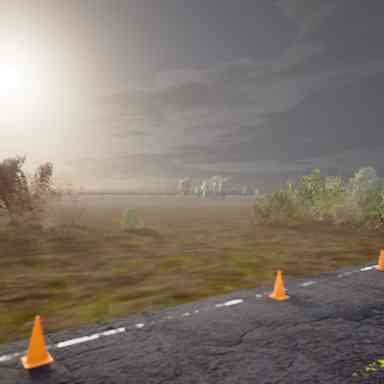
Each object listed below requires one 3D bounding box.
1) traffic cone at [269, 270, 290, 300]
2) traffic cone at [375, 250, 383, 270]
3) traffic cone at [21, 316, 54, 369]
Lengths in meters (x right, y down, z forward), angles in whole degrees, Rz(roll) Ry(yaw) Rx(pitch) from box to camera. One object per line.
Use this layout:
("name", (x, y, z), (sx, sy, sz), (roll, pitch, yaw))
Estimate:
("traffic cone", (1.950, 2.038, 7.395), (0.340, 0.580, 0.340), (1, -1, -36))
("traffic cone", (5.943, 2.106, 10.358), (0.340, 0.580, 0.340), (1, -1, -37))
("traffic cone", (-2.074, 1.970, 4.473), (0.340, 0.580, 0.340), (1, -1, -36))
